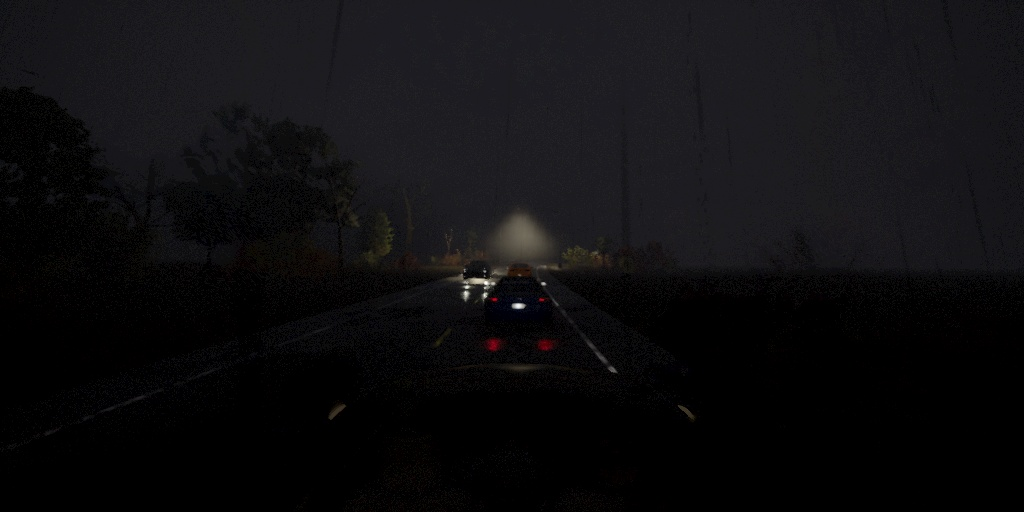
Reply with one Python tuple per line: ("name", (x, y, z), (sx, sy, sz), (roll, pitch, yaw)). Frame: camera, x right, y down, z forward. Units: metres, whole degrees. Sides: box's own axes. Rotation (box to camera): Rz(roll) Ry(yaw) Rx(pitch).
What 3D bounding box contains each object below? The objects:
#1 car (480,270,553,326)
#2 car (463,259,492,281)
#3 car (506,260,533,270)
("car", (0.203, 1.334, 11.744), (1.994, 1.385, 4.181), (0, 0, 1))
("car", (-2.930, 1.158, 31.166), (2.097, 1.767, 4.553), (0, 0, 3))
("car", (0.665, 1.278, 28.883), (1.882, 1.535, 5.008), (0, 0, 2))
